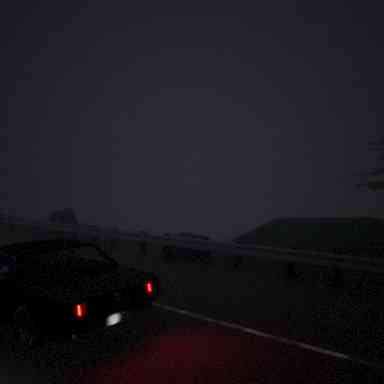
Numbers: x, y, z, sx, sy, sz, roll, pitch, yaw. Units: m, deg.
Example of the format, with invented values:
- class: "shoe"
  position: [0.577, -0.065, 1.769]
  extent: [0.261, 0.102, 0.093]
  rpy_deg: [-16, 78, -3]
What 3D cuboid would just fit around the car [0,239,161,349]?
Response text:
- class: "car"
  position: [-2.916, 1.566, 6.223]
  extent: [4.718, 1.301, 1.895]
  rpy_deg: [0, 0, 37]
